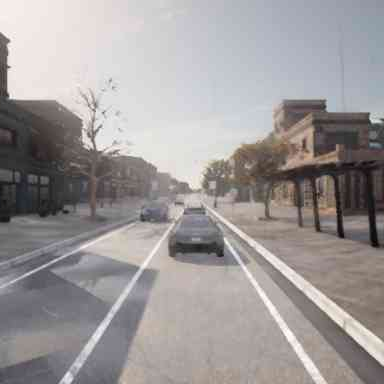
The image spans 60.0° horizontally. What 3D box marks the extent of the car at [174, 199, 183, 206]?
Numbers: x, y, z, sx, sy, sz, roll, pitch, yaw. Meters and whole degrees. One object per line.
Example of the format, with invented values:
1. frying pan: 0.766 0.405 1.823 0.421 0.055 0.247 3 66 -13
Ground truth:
1. car: -2.679 2.141 69.880 1.882 1.535 5.008 0 0 0

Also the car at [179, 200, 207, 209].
1. car: 0.228 1.697 28.721 2.128 1.511 4.902 0 -1 0

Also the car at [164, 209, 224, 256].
1. car: 0.154 1.575 13.076 1.994 1.385 4.181 0 -1 0

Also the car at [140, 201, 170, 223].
1. car: -2.973 1.542 27.470 2.097 1.767 4.553 0 -1 0
